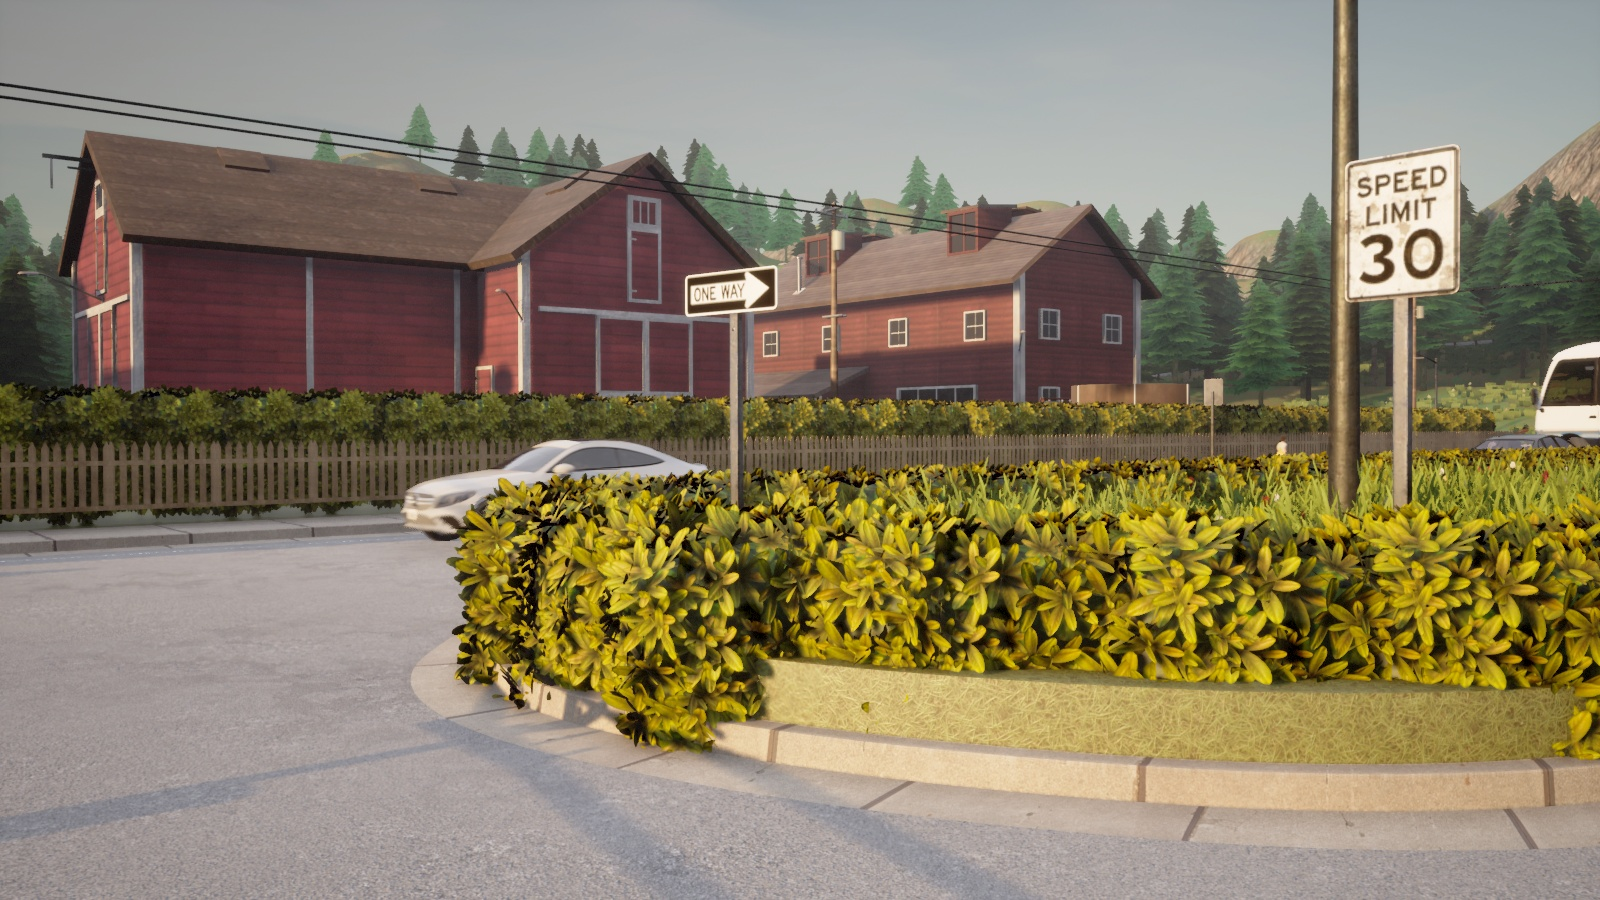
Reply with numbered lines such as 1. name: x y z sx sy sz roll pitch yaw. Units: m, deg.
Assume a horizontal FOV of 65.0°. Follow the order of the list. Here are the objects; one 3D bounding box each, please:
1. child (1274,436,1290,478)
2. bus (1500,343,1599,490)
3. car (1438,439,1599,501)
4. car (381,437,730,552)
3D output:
1. child: 14.639 0.210 38.124 0.437 1.263 0.270 -1 1 -39
2. bus: 25.643 -1.015 35.353 3.944 4.253 10.273 -2 1 -19
3. car: 18.243 0.444 31.384 5.357 1.411 2.033 -1 1 -39
4. car: -3.439 0.548 18.210 4.674 1.442 1.812 -1 1 -39
